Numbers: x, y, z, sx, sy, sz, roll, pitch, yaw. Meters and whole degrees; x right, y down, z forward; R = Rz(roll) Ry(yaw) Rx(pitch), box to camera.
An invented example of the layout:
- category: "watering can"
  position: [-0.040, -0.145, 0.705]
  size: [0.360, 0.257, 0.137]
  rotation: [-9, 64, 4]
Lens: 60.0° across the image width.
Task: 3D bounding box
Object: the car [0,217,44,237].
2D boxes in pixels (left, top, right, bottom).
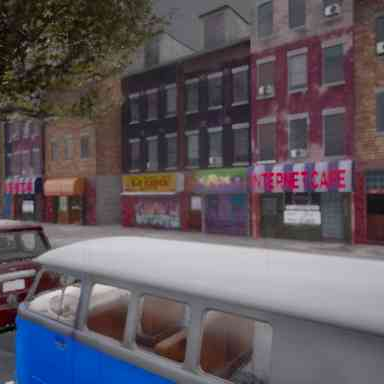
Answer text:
- category: "car"
  position: [-4.366, 1.379, 5.919]
  size: [5.009, 1.841, 2.192]
  rotation: [-1, 0, 35]

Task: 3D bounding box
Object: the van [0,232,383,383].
- category: "van"
  position: [0.151, 1.353, 2.701]
  size: [3.998, 1.788, 1.690]
  rotation: [-1, 0, 35]
